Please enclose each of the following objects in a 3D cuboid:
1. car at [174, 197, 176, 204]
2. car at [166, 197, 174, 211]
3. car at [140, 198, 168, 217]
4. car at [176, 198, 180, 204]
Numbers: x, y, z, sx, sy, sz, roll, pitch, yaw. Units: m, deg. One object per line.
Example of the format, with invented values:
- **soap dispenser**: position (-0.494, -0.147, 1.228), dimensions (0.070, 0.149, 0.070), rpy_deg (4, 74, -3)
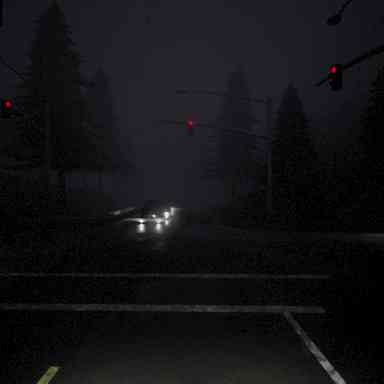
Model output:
- **car**: position (-3.849, 1.601, 50.700), dimensions (1.895, 1.301, 4.718), rpy_deg (0, 0, -7)
- **car**: position (-3.624, 1.601, 40.530), dimensions (1.895, 1.301, 4.718), rpy_deg (0, 0, 0)
- **car**: position (-3.619, 1.506, 30.887), dimensions (1.837, 1.490, 4.892), rpy_deg (0, 0, 0)
- **car**: position (-4.055, 1.564, 61.744), dimensions (1.994, 1.385, 4.181), rpy_deg (0, 0, -39)
